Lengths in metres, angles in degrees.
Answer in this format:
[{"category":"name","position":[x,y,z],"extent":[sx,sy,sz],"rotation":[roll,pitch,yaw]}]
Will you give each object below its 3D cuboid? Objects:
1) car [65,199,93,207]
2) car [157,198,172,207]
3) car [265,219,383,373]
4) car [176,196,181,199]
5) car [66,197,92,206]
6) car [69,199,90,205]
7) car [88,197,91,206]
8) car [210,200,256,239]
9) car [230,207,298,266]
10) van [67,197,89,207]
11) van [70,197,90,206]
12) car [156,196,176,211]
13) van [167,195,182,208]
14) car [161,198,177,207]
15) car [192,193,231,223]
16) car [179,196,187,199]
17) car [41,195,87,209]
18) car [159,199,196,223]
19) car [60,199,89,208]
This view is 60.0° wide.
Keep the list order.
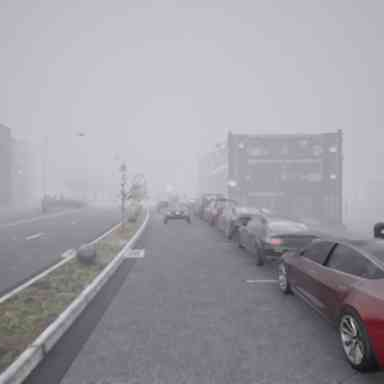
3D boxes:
[{"category":"car","position":[-23.135,2.239,68.070],"extent":[5.366,1.575,1.946],"rotation":[0,-1,-16]},{"category":"car","position":[-5.503,2.049,65.829],"extent":[2.097,1.535,5.008],"rotation":[0,-1,-14]},{"category":"car","position":[2.933,1.473,5.612],"extent":[2.163,1.488,4.792],"rotation":[0,0,-1]},{"category":"car","position":[-0.908,1.590,44.160],"extent":[2.002,1.452,4.674],"rotation":[0,-1,-9]},{"category":"car","position":[-26.529,2.232,78.319],"extent":[5.566,2.045,2.435],"rotation":[0,-1,-18]},{"category":"car","position":[-29.098,2.643,86.160],"extent":[4.892,1.521,2.231],"rotation":[0,-1,-18]},{"category":"car","position":[-20.510,1.970,57.469],"extent":[4.892,1.521,2.231],"rotation":[0,-2,-13]},{"category":"car","position":[2.429,1.383,16.540],"extent":[2.231,1.521,4.892],"rotation":[0,0,-3]},{"category":"car","position":[2.738,1.452,11.128],"extent":[2.002,1.452,4.674],"rotation":[0,0,-2]},{"category":"van","position":[-24.195,2.081,70.613],"extent":[4.442,1.987,1.878],"rotation":[0,-1,-16]},{"category":"van","position":[-27.261,2.310,80.968],"extent":[4.442,1.987,1.878],"rotation":[0,-1,-18]},{"category":"car","position":[-3.425,1.543,41.229],"extent":[1.837,1.490,4.892],"rotation":[0,0,-9]},{"category":"van","position":[-3.006,1.551,55.174],"extent":[1.878,1.987,4.442],"rotation":[0,-1,-11]},{"category":"car","position":[-4.190,1.943,60.496],"extent":[2.163,1.488,4.792],"rotation":[0,-1,-12]},{"category":"car","position":[1.436,1.130,27.742],"extent":[2.435,2.045,5.566],"rotation":[0,0,-6]},{"category":"car","position":[-0.021,1.511,38.689],"extent":[2.002,1.452,4.674],"rotation":[0,-1,-8]},{"category":"car","position":[-18.112,1.437,46.687],"extent":[5.566,2.045,2.435],"rotation":[0,-1,-11]},{"category":"car","position":[-1.190,1.444,24.315],"extent":[2.033,1.411,5.357],"rotation":[0,0,-6]},{"category":"car","position":[-21.204,2.070,60.110],"extent":[4.792,1.488,2.163],"rotation":[0,-1,-14]}]
